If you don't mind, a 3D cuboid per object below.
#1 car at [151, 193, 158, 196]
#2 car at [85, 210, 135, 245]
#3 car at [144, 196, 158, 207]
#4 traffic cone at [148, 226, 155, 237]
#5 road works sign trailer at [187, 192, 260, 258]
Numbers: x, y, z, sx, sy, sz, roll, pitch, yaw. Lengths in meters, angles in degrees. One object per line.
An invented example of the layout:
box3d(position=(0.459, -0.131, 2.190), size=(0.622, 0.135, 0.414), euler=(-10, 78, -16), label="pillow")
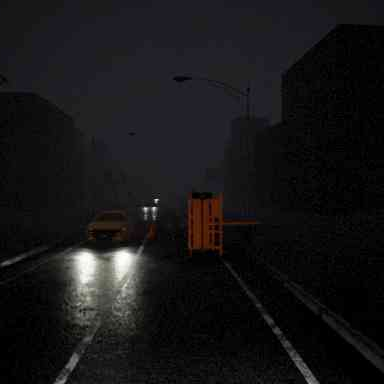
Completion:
box3d(position=(-9.567, 1.074, 84.721), size=(1.994, 1.385, 4.181), euler=(0, 2, -5), label="car")
box3d(position=(-3.965, 1.674, 16.755), size=(1.882, 1.535, 5.008), euler=(0, -1, -4), label="car")
box3d(position=(-7.517, 1.914, 59.537), size=(1.812, 1.442, 4.674), euler=(0, 1, -4), label="car")
box3d(position=(-2.241, 2.183, 18.404), size=(0.340, 0.580, 0.340), euler=(-1, -2, -5), label="traffic cone")
box3d(position=(0.820, 1.165, 13.288), size=(2.880, 2.380, 3.560), euler=(0, -1, -13), label="road works sign trailer")
